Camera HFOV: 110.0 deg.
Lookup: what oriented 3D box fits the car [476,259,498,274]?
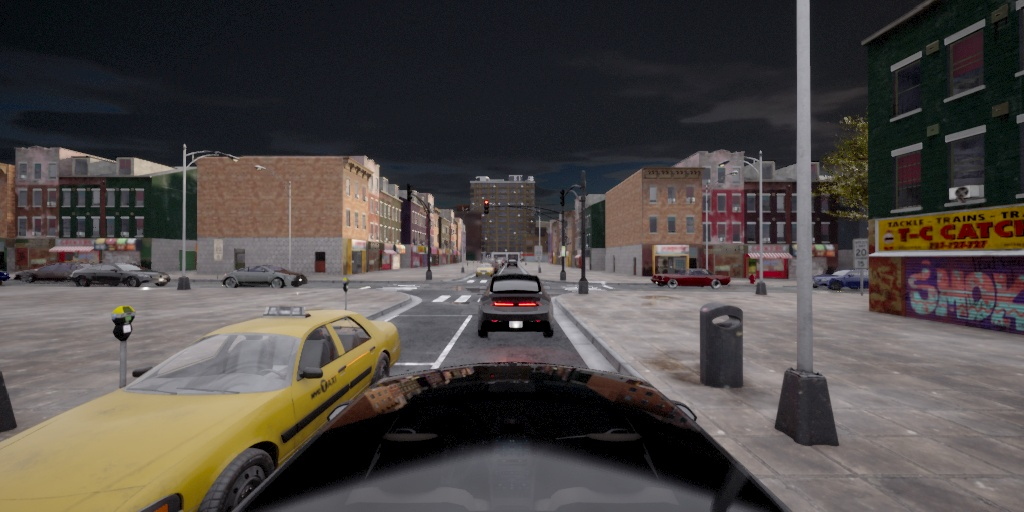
[{"bbox_3d":[-2.660,1.302,35.877,1.751,1.417,4.829,0,0,0],"label":"car"}]

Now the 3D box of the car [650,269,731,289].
[{"bbox_3d":[11.967,1.513,24.283,4.718,1.301,1.895,1,0,-3],"label":"car"}]

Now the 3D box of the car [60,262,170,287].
[{"bbox_3d":[-23.012,1.120,21.126,4.674,1.442,1.812,0,0,0],"label":"car"}]

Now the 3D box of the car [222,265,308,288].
[{"bbox_3d":[-14.491,1.219,21.172,4.181,1.385,1.994,0,0,0],"label":"car"}]

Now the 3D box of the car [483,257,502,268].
[{"bbox_3d":[-2.664,1.100,41.489,2.192,1.841,5.009,0,0,0],"label":"car"}]

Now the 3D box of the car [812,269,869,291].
[{"bbox_3d":[22.686,1.600,24.327,4.674,1.442,1.812,1,0,0],"label":"car"}]

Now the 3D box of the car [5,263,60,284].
[{"bbox_3d":[-29.674,1.120,24.034,5.357,1.411,2.033,0,0,0],"label":"car"}]

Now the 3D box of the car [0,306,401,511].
[{"bbox_3d":[-2.639,1.275,3.920,1.751,1.417,4.829,0,0,0],"label":"car"}]

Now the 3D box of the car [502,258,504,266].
[{"bbox_3d":[-2.671,1.357,52.378,2.007,1.370,4.403,0,0,0],"label":"car"}]

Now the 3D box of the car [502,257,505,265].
[{"bbox_3d":[-2.678,1.358,63.095,1.751,1.417,4.829,0,0,0],"label":"car"}]

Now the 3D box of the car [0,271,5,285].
[{"bbox_3d":[-32.909,1.143,21.069,4.718,1.301,1.895,0,0,0],"label":"car"}]

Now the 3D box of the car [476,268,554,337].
[{"bbox_3d":[0.090,1.257,10.301,1.837,1.490,4.892,0,0,0],"label":"car"}]
